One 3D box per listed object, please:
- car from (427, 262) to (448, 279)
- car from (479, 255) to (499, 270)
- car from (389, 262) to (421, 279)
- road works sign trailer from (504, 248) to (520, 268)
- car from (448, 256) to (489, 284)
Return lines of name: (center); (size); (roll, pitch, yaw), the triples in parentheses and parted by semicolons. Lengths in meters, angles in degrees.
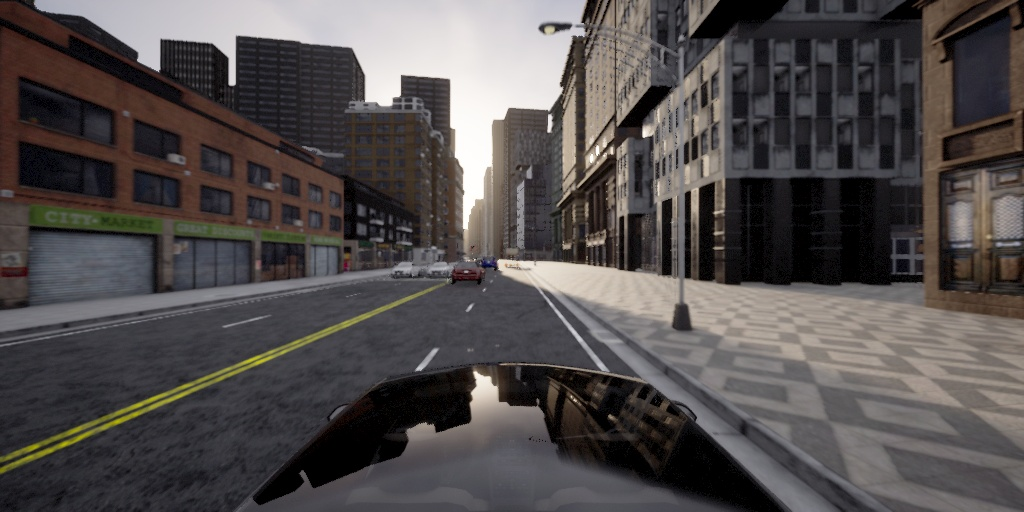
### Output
car: (-6.600, 1.284, 33.456); (1.812, 1.442, 4.674); (0, 0, 0)
car: (-3.164, 0.986, 51.302); (2.150, 2.045, 5.566); (0, 0, 0)
car: (-9.849, 1.284, 33.452); (1.812, 1.442, 4.674); (0, 0, 0)
road works sign trailer: (-0.003, 0.234, 62.883); (2.380, 3.560, 2.880); (0, 0, 0)
car: (-3.158, 1.108, 26.961); (2.097, 1.767, 4.553); (0, 0, 0)
